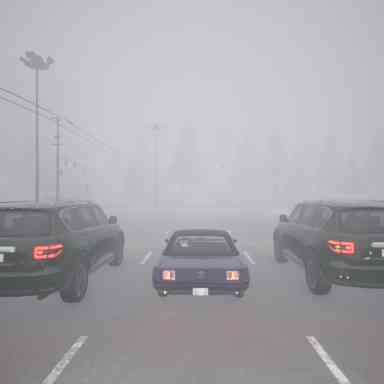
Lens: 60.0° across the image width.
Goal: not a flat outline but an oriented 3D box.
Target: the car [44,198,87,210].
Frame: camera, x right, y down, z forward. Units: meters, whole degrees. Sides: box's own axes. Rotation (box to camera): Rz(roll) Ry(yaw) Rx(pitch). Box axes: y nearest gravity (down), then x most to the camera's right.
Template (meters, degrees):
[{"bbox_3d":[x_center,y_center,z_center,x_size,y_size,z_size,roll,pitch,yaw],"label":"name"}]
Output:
[{"bbox_3d":[-15.743,1.528,41.549,4.674,1.442,1.812,0,0,2],"label":"car"}]

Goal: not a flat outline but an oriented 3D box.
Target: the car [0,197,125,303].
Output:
[{"bbox_3d":[-3.284,1.222,8.365,2.150,2.045,5.566,0,0,1],"label":"car"}]

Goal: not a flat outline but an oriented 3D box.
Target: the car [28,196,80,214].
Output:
[{"bbox_3d":[-14.246,1.354,34.506,4.553,1.767,2.097,0,0,2],"label":"car"}]

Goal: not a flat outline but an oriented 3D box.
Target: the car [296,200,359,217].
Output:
[{"bbox_3d":[12.241,1.479,30.290,5.008,1.535,1.882,0,0,2],"label":"car"}]

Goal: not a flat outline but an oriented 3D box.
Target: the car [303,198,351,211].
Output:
[{"bbox_3d":[16.433,1.495,40.680,4.902,1.511,2.128,0,0,2],"label":"car"}]

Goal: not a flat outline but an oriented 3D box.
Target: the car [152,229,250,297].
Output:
[{"bbox_3d":[0.223,1.601,8.523,1.895,1.301,4.718,0,0,1],"label":"car"}]

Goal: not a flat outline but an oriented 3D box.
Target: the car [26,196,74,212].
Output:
[{"bbox_3d":[-16.204,1.354,38.059,4.553,1.767,2.097,0,0,2],"label":"car"}]

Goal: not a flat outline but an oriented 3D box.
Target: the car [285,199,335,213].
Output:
[{"bbox_3d":[13.148,1.507,37.268,4.892,1.490,1.837,0,0,2],"label":"car"}]

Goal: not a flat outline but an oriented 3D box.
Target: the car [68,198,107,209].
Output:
[{"bbox_3d":[-14.145,1.528,45.008,4.674,1.442,1.812,0,0,2],"label":"car"}]

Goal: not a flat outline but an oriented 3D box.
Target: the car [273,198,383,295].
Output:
[{"bbox_3d":[3.730,1.222,8.834,2.150,2.045,5.566,0,0,1],"label":"car"}]

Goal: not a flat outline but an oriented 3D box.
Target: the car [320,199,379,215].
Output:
[{"bbox_3d":[15.878,1.494,33.693,4.902,1.511,2.128,0,0,2],"label":"car"}]

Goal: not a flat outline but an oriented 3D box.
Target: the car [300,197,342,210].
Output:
[{"bbox_3d":[17.110,1.509,44.164,4.892,1.490,1.837,1,0,2],"label":"car"}]

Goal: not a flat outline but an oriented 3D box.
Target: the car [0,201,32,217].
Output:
[{"bbox_3d":[-18.111,1.549,31.111,5.357,1.411,2.033,0,0,2],"label":"car"}]
